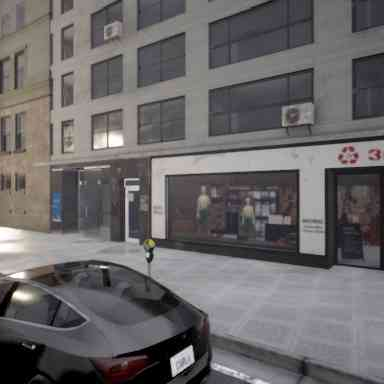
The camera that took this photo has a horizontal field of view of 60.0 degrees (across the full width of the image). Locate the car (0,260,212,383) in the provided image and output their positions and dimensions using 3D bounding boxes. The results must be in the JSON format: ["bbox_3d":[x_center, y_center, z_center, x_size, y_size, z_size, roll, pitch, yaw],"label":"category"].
[{"bbox_3d":[-1.775,1.565,4.234,4.313,1.339,1.947,0,0,36],"label":"car"}]
